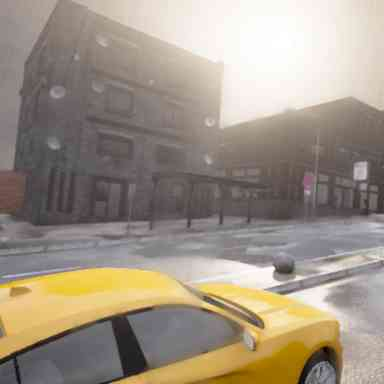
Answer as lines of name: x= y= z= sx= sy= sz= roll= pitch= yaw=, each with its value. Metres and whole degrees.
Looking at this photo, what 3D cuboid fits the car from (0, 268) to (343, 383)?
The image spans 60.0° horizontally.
car: x=-0.627 y=1.482 z=2.995 sx=5.008 sy=1.535 sz=1.882 roll=0 pitch=0 yaw=-35
